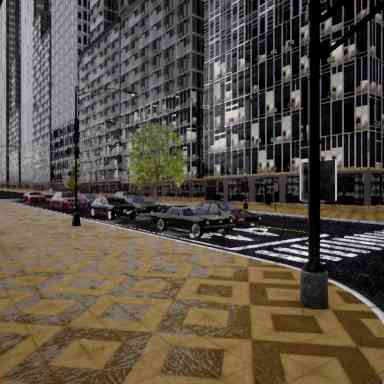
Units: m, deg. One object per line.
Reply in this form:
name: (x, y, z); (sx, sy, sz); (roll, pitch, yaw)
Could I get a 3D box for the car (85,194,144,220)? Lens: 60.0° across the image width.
car: (-5.654, 1.110, 23.698); (1.837, 1.490, 4.892); (0, 1, -38)

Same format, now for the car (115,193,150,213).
car: (-4.611, 1.104, 27.641); (2.033, 1.411, 5.357); (0, 1, -37)

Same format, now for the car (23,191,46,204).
car: (-19.872, 0.658, 41.962); (1.882, 1.535, 5.008); (0, 1, -38)

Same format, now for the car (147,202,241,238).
car: (-0.065, 1.372, 16.587); (1.895, 1.301, 4.718); (0, 1, -38)

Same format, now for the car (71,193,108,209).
car: (-11.114, 0.911, 35.941); (2.033, 1.411, 5.357); (0, 1, -38)

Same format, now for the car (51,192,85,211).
car: (-11.768, 0.776, 31.501); (2.097, 1.767, 4.553); (0, 1, -38)

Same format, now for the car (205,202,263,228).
car: (1.659, 1.289, 19.706); (2.033, 1.411, 5.357); (0, 1, -36)
